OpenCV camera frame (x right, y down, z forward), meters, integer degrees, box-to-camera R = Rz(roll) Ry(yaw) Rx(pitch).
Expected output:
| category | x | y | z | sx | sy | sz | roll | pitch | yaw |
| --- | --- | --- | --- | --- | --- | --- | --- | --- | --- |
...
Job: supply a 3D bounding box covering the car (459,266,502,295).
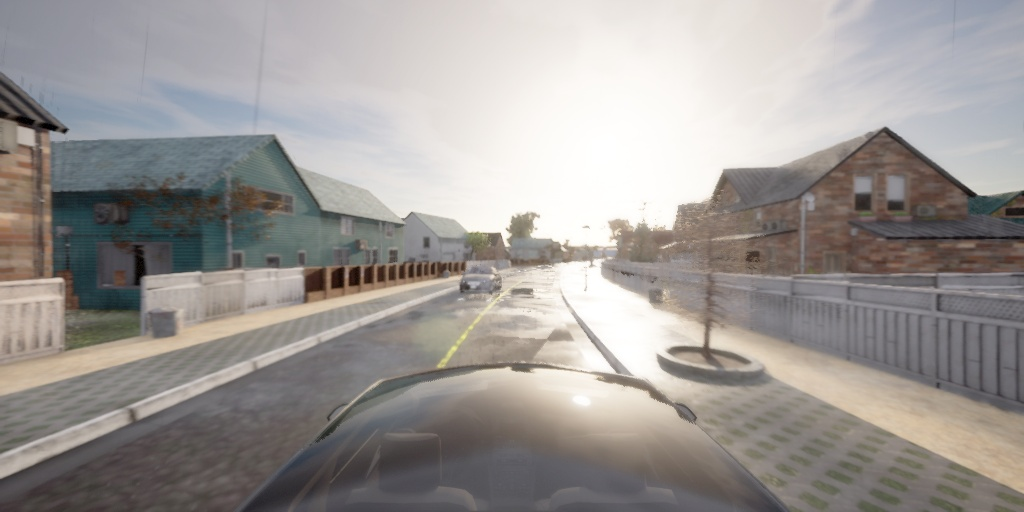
| category | x | y | z | sx | sy | sz | roll | pitch | yaw |
| --- | --- | --- | --- | --- | --- | --- | --- | --- | --- |
| car | -1.758 | 1.349 | 21.076 | 2.128 | 1.511 | 4.902 | 0 | 0 | 6 |
